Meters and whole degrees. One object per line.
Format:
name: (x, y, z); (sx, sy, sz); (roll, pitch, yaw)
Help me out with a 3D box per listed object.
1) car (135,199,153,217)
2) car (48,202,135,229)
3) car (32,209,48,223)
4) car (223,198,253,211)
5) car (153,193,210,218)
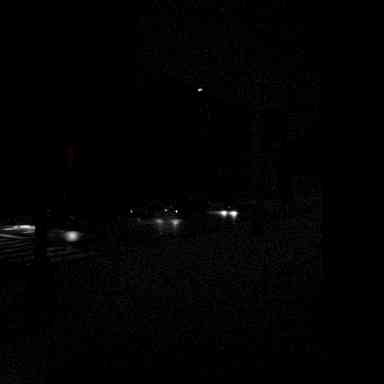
car: (-3.785, 1.402, 30.587); (2.128, 1.511, 4.902); (0, 0, 35)
car: (-6.300, 1.419, 21.431); (1.882, 1.535, 5.008); (0, 0, 34)
car: (-8.902, 1.511, 23.368); (1.994, 1.385, 4.181); (0, 0, 35)
car: (5.216, 1.421, 37.639); (1.994, 1.385, 4.181); (0, 0, 36)
car: (-0.553, 1.121, 29.536); (2.150, 2.045, 5.566); (0, 0, 35)
